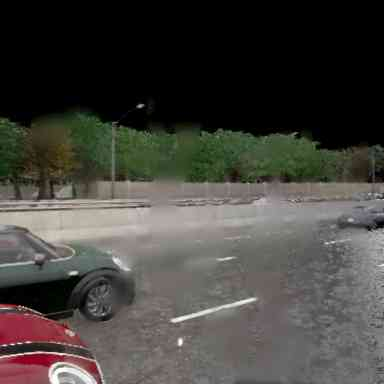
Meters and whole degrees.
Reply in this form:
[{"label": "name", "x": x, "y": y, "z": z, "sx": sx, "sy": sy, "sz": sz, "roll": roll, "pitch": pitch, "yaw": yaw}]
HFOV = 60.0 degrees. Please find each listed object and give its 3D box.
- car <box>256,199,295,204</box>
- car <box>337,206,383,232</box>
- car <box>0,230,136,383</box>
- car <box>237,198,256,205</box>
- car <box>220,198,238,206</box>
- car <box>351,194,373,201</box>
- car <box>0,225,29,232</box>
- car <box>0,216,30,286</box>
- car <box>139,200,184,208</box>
[{"label": "car", "x": 8.645, "y": 1.564, "z": 31.565, "sx": 4.718, "sy": 1.301, "sz": 1.895, "roll": 0, "pitch": 0, "yaw": -35}, {"label": "car", "x": 10.548, "y": 1.536, "z": 19.815, "sx": 4.181, "sy": 1.385, "sz": 1.994, "roll": 0, "pitch": 0, "yaw": -35}, {"label": "car", "x": -2.792, "y": 1.353, "z": 1.878, "sx": 4.553, "sy": 1.767, "sz": 2.097, "roll": 0, "pitch": 0, "yaw": -36}, {"label": "car", "x": 7.380, "y": 1.487, "z": 34.951, "sx": 4.674, "sy": 1.442, "sz": 1.812, "roll": 0, "pitch": 0, "yaw": -35}, {"label": "car", "x": 5.368, "y": 1.438, "z": 37.813, "sx": 5.008, "sy": 1.535, "sz": 1.882, "roll": 0, "pitch": 0, "yaw": -35}, {"label": "car", "x": 30.556, "y": 1.175, "z": 59.625, "sx": 4.892, "sy": 1.490, "sz": 1.837, "roll": -1, "pitch": 1, "yaw": -34}, {"label": "car", "x": -3.277, "y": 1.351, "z": 5.705, "sx": 4.553, "sy": 1.767, "sz": 2.097, "roll": 0, "pitch": 0, "yaw": -36}, {"label": "car", "x": -6.635, "y": 1.478, "z": 7.610, "sx": 5.008, "sy": 1.535, "sz": 1.882, "roll": 0, "pitch": 0, "yaw": -36}, {"label": "car", "x": -3.330, "y": 1.572, "z": 35.963, "sx": 4.718, "sy": 1.301, "sz": 1.895, "roll": 0, "pitch": 0, "yaw": -35}]
